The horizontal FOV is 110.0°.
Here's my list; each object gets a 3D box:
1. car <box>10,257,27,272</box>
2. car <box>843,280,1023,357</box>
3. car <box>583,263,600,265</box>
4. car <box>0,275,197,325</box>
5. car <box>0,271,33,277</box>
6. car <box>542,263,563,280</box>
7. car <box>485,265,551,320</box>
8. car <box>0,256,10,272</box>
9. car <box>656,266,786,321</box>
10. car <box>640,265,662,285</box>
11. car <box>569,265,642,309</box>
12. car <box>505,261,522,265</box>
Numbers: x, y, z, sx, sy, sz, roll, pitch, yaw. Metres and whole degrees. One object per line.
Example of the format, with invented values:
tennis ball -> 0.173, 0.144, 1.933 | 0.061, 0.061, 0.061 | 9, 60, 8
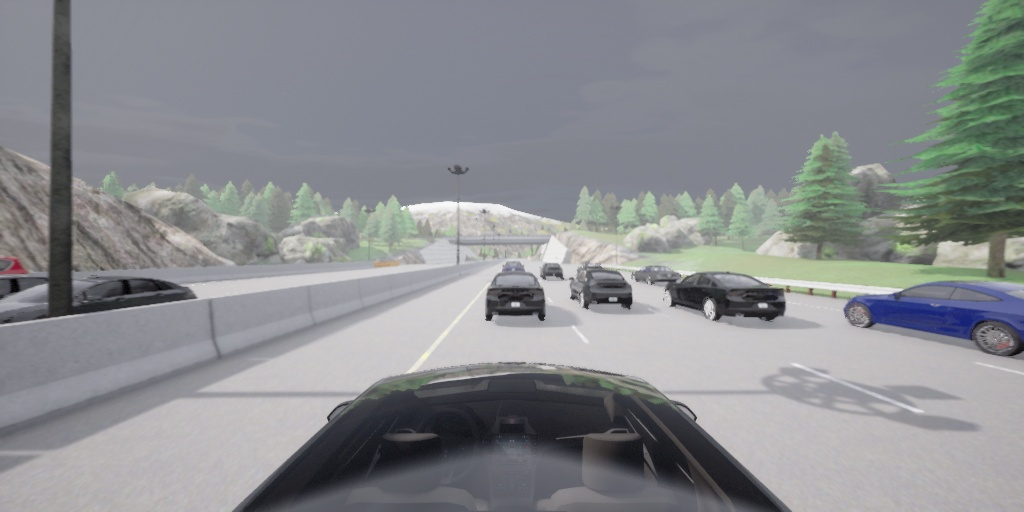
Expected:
car -> -21.085, 1.011, 12.573 | 2.150, 2.045, 5.566 | 0, 0, 0
car -> 10.603, 1.300, 8.504 | 1.812, 1.442, 4.674 | 0, 0, 0
car -> 7.118, 1.354, 32.768 | 2.128, 1.511, 4.902 | 0, 0, 0
car -> -10.591, 1.282, 8.965 | 1.837, 1.490, 4.892 | 0, 0, 0
car -> -14.090, 1.284, 9.422 | 1.837, 1.490, 4.892 | 0, 0, 0
car -> 3.616, 1.370, 33.397 | 1.837, 1.490, 4.892 | 0, 0, 0
car -> 0.106, 1.268, 12.880 | 1.882, 1.535, 5.008 | 0, 0, 0
car -> -17.593, 0.998, 8.942 | 2.150, 2.045, 5.566 | 0, 0, 0
car -> 7.106, 1.267, 12.624 | 1.882, 1.535, 5.008 | 0, 0, 0
car -> 10.613, 1.388, 26.734 | 2.033, 1.411, 5.357 | 0, 0, 0
car -> 3.606, 1.304, 15.203 | 1.837, 1.490, 4.892 | 0, 0, 0
car -> 0.116, 1.218, 33.591 | 2.097, 1.767, 4.553 | 0, 0, 0
